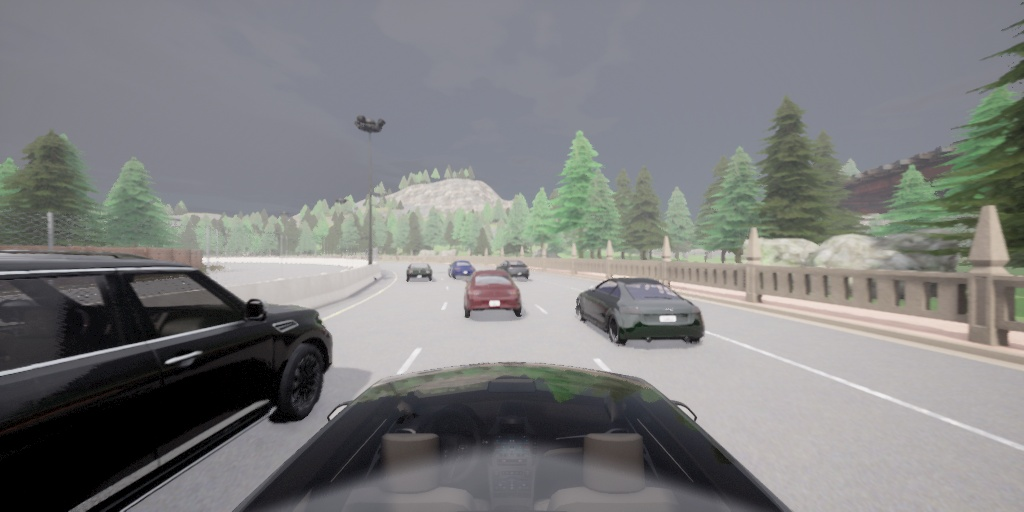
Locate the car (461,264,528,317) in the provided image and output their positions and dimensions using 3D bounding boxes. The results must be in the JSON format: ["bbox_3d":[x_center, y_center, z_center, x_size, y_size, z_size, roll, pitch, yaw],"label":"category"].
[{"bbox_3d":[-0.780,1.199,12.737,1.812,1.442,4.674,0,0,-7],"label":"car"}]

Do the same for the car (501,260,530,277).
[{"bbox_3d":[-0.055,1.054,27.907,2.128,1.511,4.902,0,0,-14],"label":"car"}]

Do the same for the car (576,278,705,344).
[{"bbox_3d":[3.062,1.250,9.397,1.994,1.385,4.181,0,0,-4],"label":"car"}]

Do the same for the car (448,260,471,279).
[{"bbox_3d":[-4.235,1.086,29.871,1.812,1.442,4.674,0,0,-16],"label":"car"}]

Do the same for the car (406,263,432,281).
[{"bbox_3d":[-7.335,1.182,28.207,1.895,1.301,4.718,0,0,-16],"label":"car"}]

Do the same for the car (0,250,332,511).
[{"bbox_3d":[-3.519,0.975,2.587,2.150,2.045,5.566,0,0,-1],"label":"car"}]
